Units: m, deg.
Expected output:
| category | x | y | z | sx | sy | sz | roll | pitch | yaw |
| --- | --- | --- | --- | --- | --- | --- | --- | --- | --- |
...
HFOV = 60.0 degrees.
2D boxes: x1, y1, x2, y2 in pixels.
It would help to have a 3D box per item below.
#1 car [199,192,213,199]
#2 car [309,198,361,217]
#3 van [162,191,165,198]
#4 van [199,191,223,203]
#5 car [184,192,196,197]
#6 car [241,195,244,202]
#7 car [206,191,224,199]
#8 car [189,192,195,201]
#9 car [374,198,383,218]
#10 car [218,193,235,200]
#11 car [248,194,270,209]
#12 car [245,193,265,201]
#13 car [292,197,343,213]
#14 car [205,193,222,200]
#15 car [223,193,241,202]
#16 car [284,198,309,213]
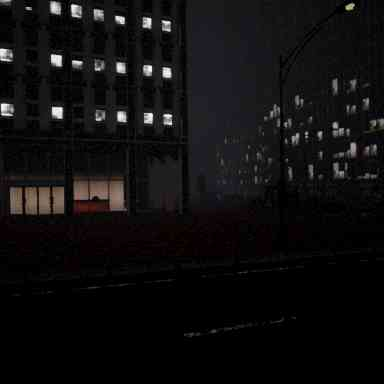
| category | x | y | z | sx | sy | sz | roll | pitch | yaw |
| --- | --- | --- | --- | --- | --- | --- | --- | --- | --- |
| car | 3.248 | 0.706 | 80.296 | 1.967 | 1.590 | 4.097 | 0 | 1 | -20 |
| car | 12.769 | 1.434 | 29.325 | 1.947 | 1.339 | 4.313 | 0 | 1 | -20 |
| van | -6.572 | 0.688 | 82.767 | 1.690 | 1.788 | 3.998 | 0 | 1 | -20 |
| van | 3.160 | 0.952 | 56.067 | 1.690 | 1.788 | 3.998 | 0 | 1 | -20 |
| car | -0.644 | 0.711 | 90.977 | 2.008 | 1.369 | 4.403 | 0 | 1 | -20 |
| car | 11.034 | 1.060 | 58.938 | 1.802 | 1.307 | 4.206 | 0 | 1 | -20 |
| car | 5.194 | 0.634 | 74.955 | 2.192 | 1.841 | 5.009 | 0 | 1 | -20 |
| car | -0.733 | 1.056 | 66.749 | 2.008 | 1.369 | 4.403 | 0 | 1 | -20 |
| car | 16.851 | 1.216 | 26.095 | 2.097 | 1.767 | 4.553 | -1 | 1 | -21 |
| car | 7.141 | 0.954 | 69.618 | 1.802 | 1.307 | 4.206 | 0 | 1 | -20 |
| car | 8.948 | 1.332 | 40.033 | 1.947 | 1.339 | 4.313 | 0 | 1 | -20 |
| car | 9.795 | 1.228 | 45.430 | 2.033 | 1.411 | 5.357 | -1 | 1 | -20 |
| car | 13.322 | 1.321 | 35.739 | 2.033 | 1.411 | 5.357 | -1 | 1 | -20 |
| car | 4.380 | 0.931 | 69.607 | 1.812 | 1.442 | 4.674 | -1 | 1 | -20 |
| car | 7.817 | 1.024 | 60.178 | 1.812 | 1.442 | 4.674 | -1 | 1 | -20 |
| car | 10.839 | 1.399 | 34.674 | 1.802 | 1.307 | 4.206 | 0 | 1 | -20 |
